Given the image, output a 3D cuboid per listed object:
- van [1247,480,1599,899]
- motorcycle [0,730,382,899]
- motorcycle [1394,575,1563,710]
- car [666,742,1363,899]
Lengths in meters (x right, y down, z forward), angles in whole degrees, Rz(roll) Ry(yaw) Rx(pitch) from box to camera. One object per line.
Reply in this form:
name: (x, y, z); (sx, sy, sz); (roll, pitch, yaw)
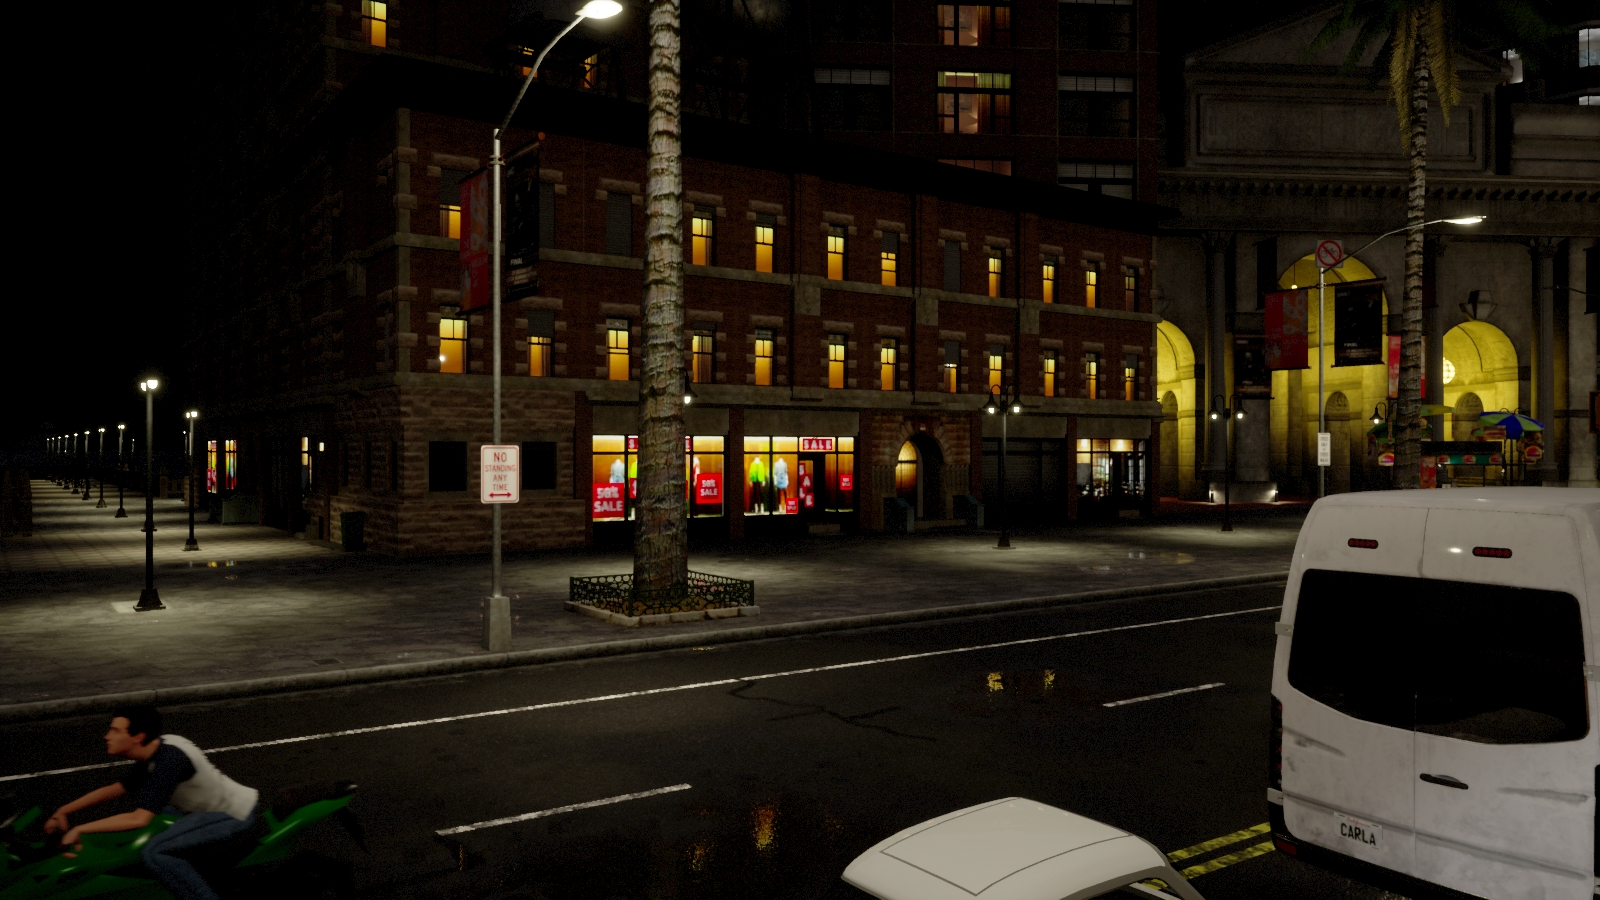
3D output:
van: (5.722, 1.534, 7.821); (5.915, 2.561, 1.988); (0, 0, -35)
motorcycle: (-3.277, 2.213, 5.801); (2.033, 1.145, 0.803); (0, 0, -35)
motorcycle: (8.004, 2.205, 13.439); (2.209, 1.251, 0.867); (0, 0, -35)
car: (0.827, 2.120, 4.347); (2.207, 1.376, 1.481); (0, 0, -35)
